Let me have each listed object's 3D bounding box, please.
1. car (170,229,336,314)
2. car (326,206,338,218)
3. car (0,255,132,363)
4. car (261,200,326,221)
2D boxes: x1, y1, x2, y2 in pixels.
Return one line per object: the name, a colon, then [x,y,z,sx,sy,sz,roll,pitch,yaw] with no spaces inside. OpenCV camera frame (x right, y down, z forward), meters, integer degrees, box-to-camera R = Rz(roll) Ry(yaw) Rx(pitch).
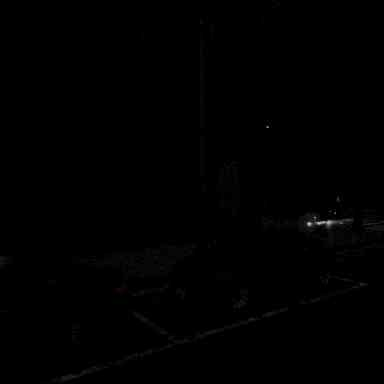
car: [1.555,1.565,7.643,4.313,1.339,1.947,0,0,-35]
car: [10.264,1.479,29.125,1.837,1.490,4.892,0,0,-36]
car: [-2.883,1.582,4.478,4.206,1.307,1.802,0,0,-35]
car: [7.682,1.531,27.148,2.033,1.411,5.357,0,0,-36]
